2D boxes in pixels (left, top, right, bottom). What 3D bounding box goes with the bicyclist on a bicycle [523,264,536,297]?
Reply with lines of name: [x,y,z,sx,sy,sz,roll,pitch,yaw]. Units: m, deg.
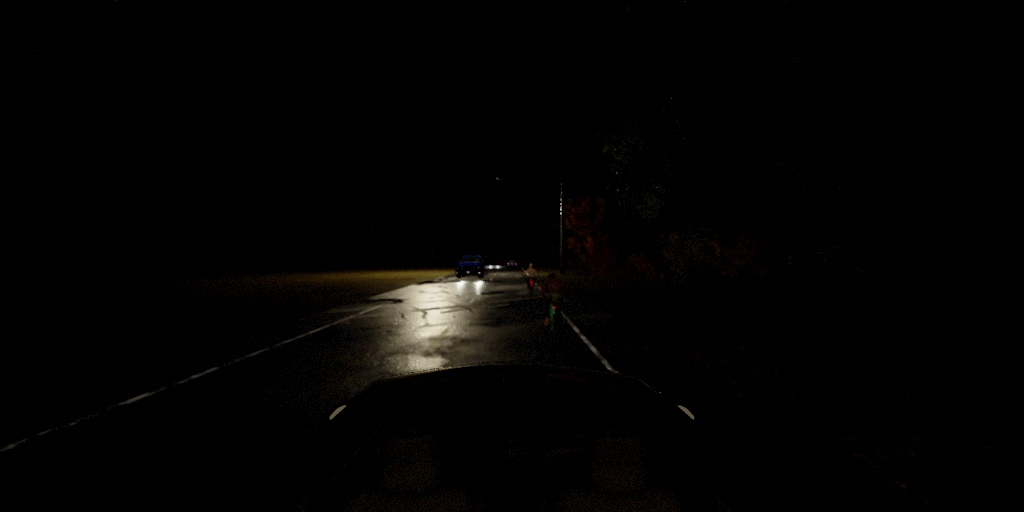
bicyclist on a bicycle: [0.960,1.185,18.034,0.866,1.612,1.509,0,0,0]

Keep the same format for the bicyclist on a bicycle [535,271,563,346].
bicyclist on a bicycle: [0.956,1.202,8.447,0.582,1.620,1.656,0,0,0]

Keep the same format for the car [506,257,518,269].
car: [0.034,1.290,57.701,2.033,1.411,5.357,0,0,0]

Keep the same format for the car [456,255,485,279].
car: [-3.630,0.965,32.474,2.150,2.045,5.566,0,0,0]
